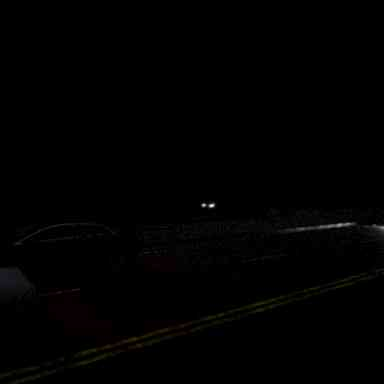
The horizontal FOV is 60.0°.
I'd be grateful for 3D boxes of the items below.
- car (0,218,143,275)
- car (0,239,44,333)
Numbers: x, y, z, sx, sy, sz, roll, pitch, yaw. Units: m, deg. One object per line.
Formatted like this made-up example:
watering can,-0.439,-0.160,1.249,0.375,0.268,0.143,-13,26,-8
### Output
car,-3.745,1.494,8.983,4.902,1.511,2.128,0,0,-35
car,-4.699,1.603,4.318,4.718,1.301,1.895,0,0,-35
